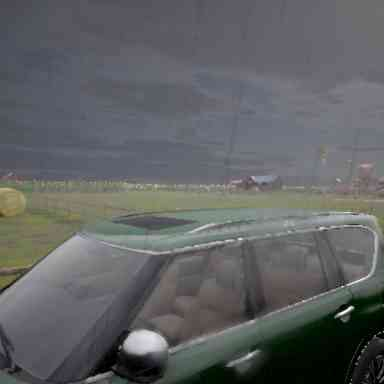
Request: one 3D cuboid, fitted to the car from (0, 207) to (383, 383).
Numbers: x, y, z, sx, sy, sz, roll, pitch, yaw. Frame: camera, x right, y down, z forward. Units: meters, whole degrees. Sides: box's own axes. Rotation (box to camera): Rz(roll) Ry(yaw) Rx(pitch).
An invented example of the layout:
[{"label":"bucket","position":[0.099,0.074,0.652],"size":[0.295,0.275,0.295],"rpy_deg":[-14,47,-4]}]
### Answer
[{"label":"car","position":[-0.198,1.216,2.930],"size":[5.566,2.045,2.150],"rpy_deg":[0,0,-35]}]
